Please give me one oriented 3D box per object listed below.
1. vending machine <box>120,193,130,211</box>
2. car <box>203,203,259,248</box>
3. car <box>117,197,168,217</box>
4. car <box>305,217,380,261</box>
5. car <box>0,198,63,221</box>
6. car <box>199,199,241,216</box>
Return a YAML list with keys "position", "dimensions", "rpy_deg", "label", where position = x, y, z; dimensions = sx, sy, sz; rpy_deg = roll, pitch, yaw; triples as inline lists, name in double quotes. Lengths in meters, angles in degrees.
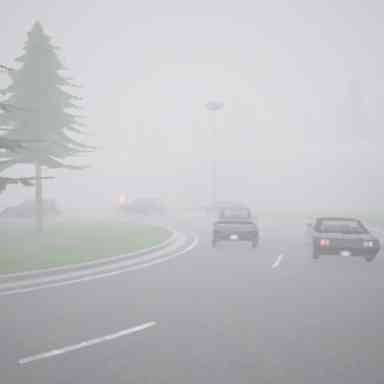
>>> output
- position: [-7.767, 1.132, 38.577]
  dimensions: [0.880, 2.100, 1.100]
  rpy_deg: [0, 0, 3]
  label: "vending machine"
- position: [1.926, 1.461, 14.728]
  dimensions: [2.128, 1.511, 4.902]
  rpy_deg: [0, 0, 9]
  label: "car"
- position: [-4.566, 1.301, 30.286]
  dimensions: [4.553, 1.767, 2.097]
  rpy_deg: [0, 0, 23]
  label: "car"
- position: [5.246, 1.571, 12.208]
  dimensions: [1.895, 1.301, 4.718]
  rpy_deg: [0, 0, 15]
  label: "car"
- position: [-12.872, 1.318, 26.742]
  dimensions: [4.553, 1.767, 2.097]
  rpy_deg: [0, 0, -15]
  label: "car"
- position: [2.740, 1.444, 29.974]
  dimensions: [4.892, 1.490, 1.837]
  rpy_deg: [0, -1, 44]
  label: "car"
